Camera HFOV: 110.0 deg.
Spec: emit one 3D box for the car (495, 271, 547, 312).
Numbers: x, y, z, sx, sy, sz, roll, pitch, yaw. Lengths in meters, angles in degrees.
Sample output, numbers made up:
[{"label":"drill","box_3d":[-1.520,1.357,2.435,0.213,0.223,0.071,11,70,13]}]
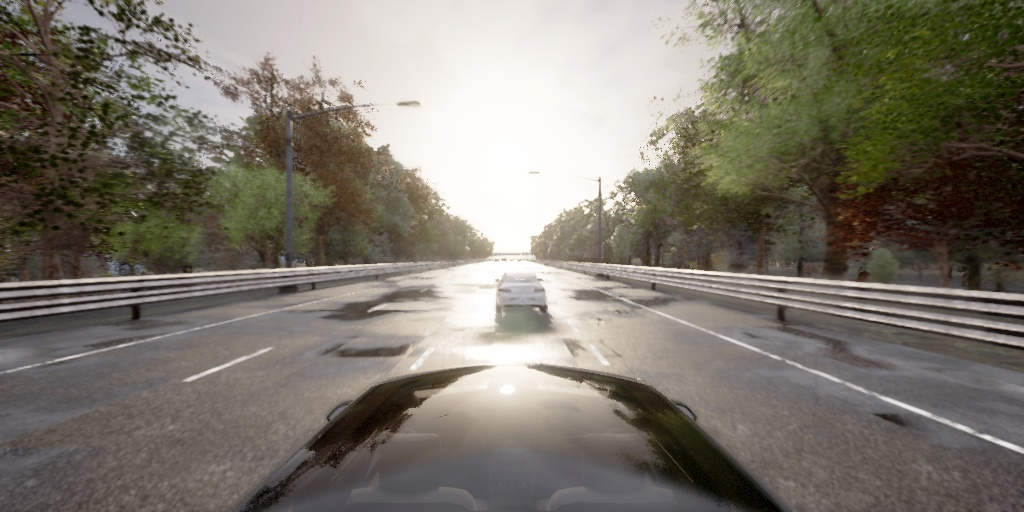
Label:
[{"label":"car","box_3d":[0.303,1.333,14.286,1.812,1.442,4.674,0,0,-2]}]
